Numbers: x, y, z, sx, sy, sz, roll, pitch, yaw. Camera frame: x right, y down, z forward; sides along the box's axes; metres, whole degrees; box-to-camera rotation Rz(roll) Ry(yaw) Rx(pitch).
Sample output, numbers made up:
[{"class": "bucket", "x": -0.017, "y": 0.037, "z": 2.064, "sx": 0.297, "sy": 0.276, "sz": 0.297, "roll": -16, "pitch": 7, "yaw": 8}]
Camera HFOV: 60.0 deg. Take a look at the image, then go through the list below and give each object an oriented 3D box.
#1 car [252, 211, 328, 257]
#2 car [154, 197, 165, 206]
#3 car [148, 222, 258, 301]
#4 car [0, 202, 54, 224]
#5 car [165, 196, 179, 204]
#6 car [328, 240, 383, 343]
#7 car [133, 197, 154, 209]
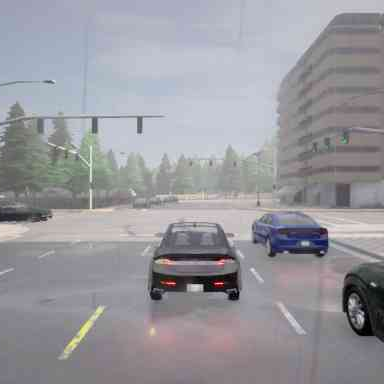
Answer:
[{"class": "car", "x": 3.586, "y": 1.478, "z": 12.980, "sx": 1.882, "sy": 1.535, "sz": 5.008, "roll": 0, "pitch": 0, "yaw": 0}, {"class": "car", "x": -6.361, "y": 1.525, "z": 56.316, "sx": 1.812, "sy": 1.442, "sz": 4.674, "roll": 0, "pitch": 0, "yaw": 8}, {"class": "car", "x": 0.068, "y": 1.492, "z": 8.335, "sx": 2.128, "sy": 1.511, "sz": 4.902, "roll": 0, "pitch": 0, "yaw": 0}, {"class": "car", "x": -12.915, "y": 1.646, "z": 24.685, "sx": 4.718, "sy": 1.301, "sz": 1.895, "roll": 0, "pitch": 0, "yaw": 0}, {"class": "car", "x": -4.216, "y": 1.505, "z": 66.285, "sx": 1.837, "sy": 1.490, "sz": 4.892, "roll": 0, "pitch": 0, "yaw": 20}, {"class": "car", "x": 3.600, "y": 1.352, "z": 3.829, "sx": 2.097, "sy": 1.767, "sz": 4.553, "roll": 0, "pitch": 0, "yaw": 0}, {"class": "car", "x": -6.979, "y": 1.525, "z": 46.413, "sx": 1.812, "sy": 1.442, "sz": 4.674, "roll": 0, "pitch": 0, "yaw": 2}]
